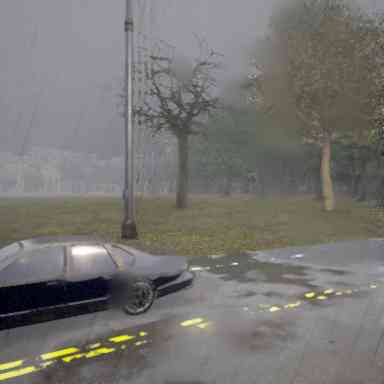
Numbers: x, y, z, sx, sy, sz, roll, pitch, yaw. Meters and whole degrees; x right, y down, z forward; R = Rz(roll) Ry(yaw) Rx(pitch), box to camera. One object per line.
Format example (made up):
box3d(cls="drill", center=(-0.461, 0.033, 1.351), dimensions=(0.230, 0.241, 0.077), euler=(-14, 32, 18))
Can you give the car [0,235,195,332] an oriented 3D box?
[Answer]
box3d(cls="car", center=(-2.565, 1.547, 6.055), dimensions=(5.357, 1.411, 2.033), euler=(0, 0, -32))
